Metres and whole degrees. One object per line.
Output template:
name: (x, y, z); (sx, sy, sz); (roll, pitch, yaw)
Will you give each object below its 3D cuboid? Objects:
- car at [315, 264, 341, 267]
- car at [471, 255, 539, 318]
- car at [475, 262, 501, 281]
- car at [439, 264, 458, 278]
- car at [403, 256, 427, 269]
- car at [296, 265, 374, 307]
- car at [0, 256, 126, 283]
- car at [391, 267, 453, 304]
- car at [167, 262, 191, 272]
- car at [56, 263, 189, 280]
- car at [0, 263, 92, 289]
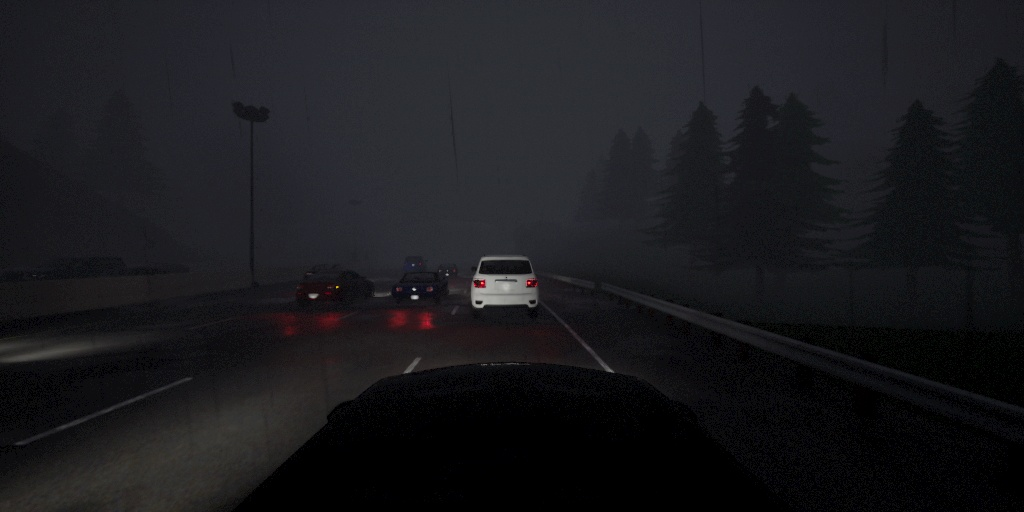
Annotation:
car: (-11.731, 1.275, 23.398); (2.128, 1.511, 4.902); (0, 0, -6)
car: (-0.324, 0.978, 13.271); (2.150, 2.045, 5.566); (0, 0, -3)
car: (-2.191, 1.273, 31.467); (1.837, 1.490, 4.892); (0, 0, -8)
car: (-6.149, 1.379, 34.372); (1.895, 1.301, 4.718); (0, 0, -9)
car: (-10.531, 1.010, 39.111); (2.150, 2.045, 5.566); (0, 0, -10)
car: (-7.495, 1.297, 15.529); (1.812, 1.442, 4.674); (0, 0, -4)
car: (-25.720, 1.031, 20.962); (2.150, 2.045, 5.566); (0, 0, -6)
car: (-4.060, 1.366, 16.607); (1.895, 1.301, 4.718); (0, 0, -4)
car: (-30.717, 1.316, 31.555); (2.128, 1.511, 4.902); (0, 0, -9)
car: (-22.184, 1.351, 20.891); (2.033, 1.411, 5.357); (0, 0, -6)
car: (-33.299, 1.318, 25.233); (2.128, 1.511, 4.902); (0, 0, -8)
